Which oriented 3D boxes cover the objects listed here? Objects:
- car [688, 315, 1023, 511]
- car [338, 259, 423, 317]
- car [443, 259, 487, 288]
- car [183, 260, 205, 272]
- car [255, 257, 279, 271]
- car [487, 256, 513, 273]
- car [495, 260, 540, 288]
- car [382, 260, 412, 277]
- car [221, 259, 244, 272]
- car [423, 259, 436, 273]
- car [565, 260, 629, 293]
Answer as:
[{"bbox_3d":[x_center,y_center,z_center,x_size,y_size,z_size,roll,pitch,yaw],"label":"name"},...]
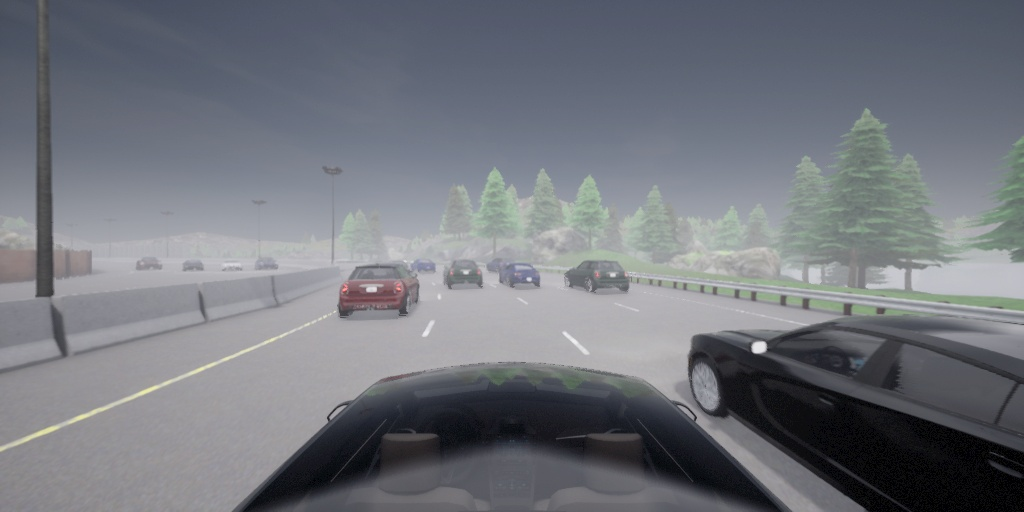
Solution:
[{"bbox_3d":[3.360,1.216,2.872,1.882,1.535,5.008,0,0,-2],"label":"car"},{"bbox_3d":[-4.655,1.046,13.143,2.097,1.767,4.553,0,0,-9],"label":"car"},{"bbox_3d":[-3.236,0.991,22.884,2.097,1.767,4.553,0,0,-15],"label":"car"},{"bbox_3d":[-38.130,1.126,42.945,2.033,1.411,5.357,0,0,-43],"label":"car"},{"bbox_3d":[-31.266,0.905,45.687,2.097,1.767,4.553,0,1,-42],"label":"car"},{"bbox_3d":[-1.126,0.909,37.308,2.097,1.767,4.553,0,0,-24],"label":"car"},{"bbox_3d":[0.422,1.160,22.810,1.812,1.442,4.674,0,0,-14],"label":"car"},{"bbox_3d":[-10.913,1.137,33.851,2.033,1.411,5.357,0,0,-25],"label":"car"},{"bbox_3d":[-33.664,1.097,43.128,1.812,1.442,4.674,0,0,-41],"label":"car"},{"bbox_3d":[-9.828,1.036,39.261,1.882,1.535,5.008,0,0,-28],"label":"car"},{"bbox_3d":[4.618,0.994,20.156,2.097,1.767,4.553,0,0,-13],"label":"car"}]
